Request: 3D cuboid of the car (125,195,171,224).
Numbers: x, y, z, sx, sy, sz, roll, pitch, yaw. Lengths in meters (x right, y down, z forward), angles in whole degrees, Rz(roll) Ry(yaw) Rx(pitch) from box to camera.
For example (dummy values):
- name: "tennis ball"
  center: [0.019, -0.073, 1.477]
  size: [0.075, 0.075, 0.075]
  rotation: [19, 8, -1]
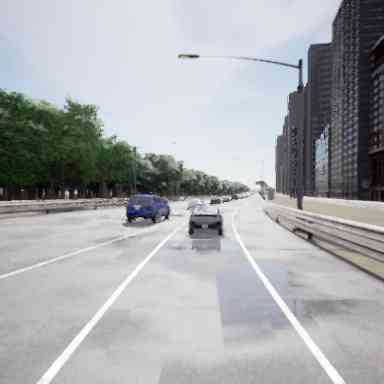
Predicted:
- name: "car"
  center: [-3.280, 1.256, 25.765]
  size: [2.150, 2.045, 5.566]
  rotation: [0, 0, 12]

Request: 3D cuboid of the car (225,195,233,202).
- name: "car"
  center: [8.721, 1.941, 84.726]
  size: [1.994, 1.385, 4.181]
  rotation: [1, 0, 11]

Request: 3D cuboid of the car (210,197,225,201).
- name: "car"
  center: [4.649, 1.767, 64.594]
  size: [1.837, 1.490, 4.892]
  rotation: [1, 0, 11]

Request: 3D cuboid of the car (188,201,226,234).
- name: "car"
  center: [0.890, 1.545, 19.512]
  size: [2.128, 1.511, 4.902]
  rotation: [0, 0, 5]

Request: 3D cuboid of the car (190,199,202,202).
- name: "car"
  center: [0.645, 1.675, 44.990]
  size: [1.812, 1.442, 4.674]
  rotation: [0, 0, 12]
